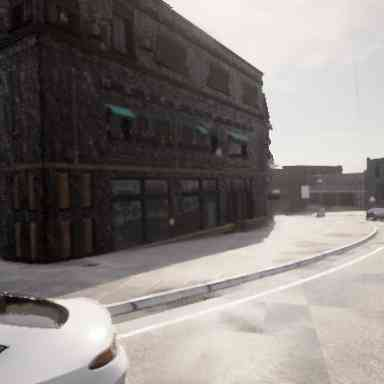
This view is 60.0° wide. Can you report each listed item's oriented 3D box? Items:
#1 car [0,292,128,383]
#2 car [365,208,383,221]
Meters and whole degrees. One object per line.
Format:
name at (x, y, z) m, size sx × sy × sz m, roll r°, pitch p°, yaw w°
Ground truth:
car at (-2.735, 1.538, 2.234) m, size 4.674 × 1.442 × 1.812 m, roll 0°, pitch 0°, yaw -37°
car at (20.634, 2.459, 36.741) m, size 1.812 × 1.442 × 4.674 m, roll -1°, pitch -3°, yaw 13°
